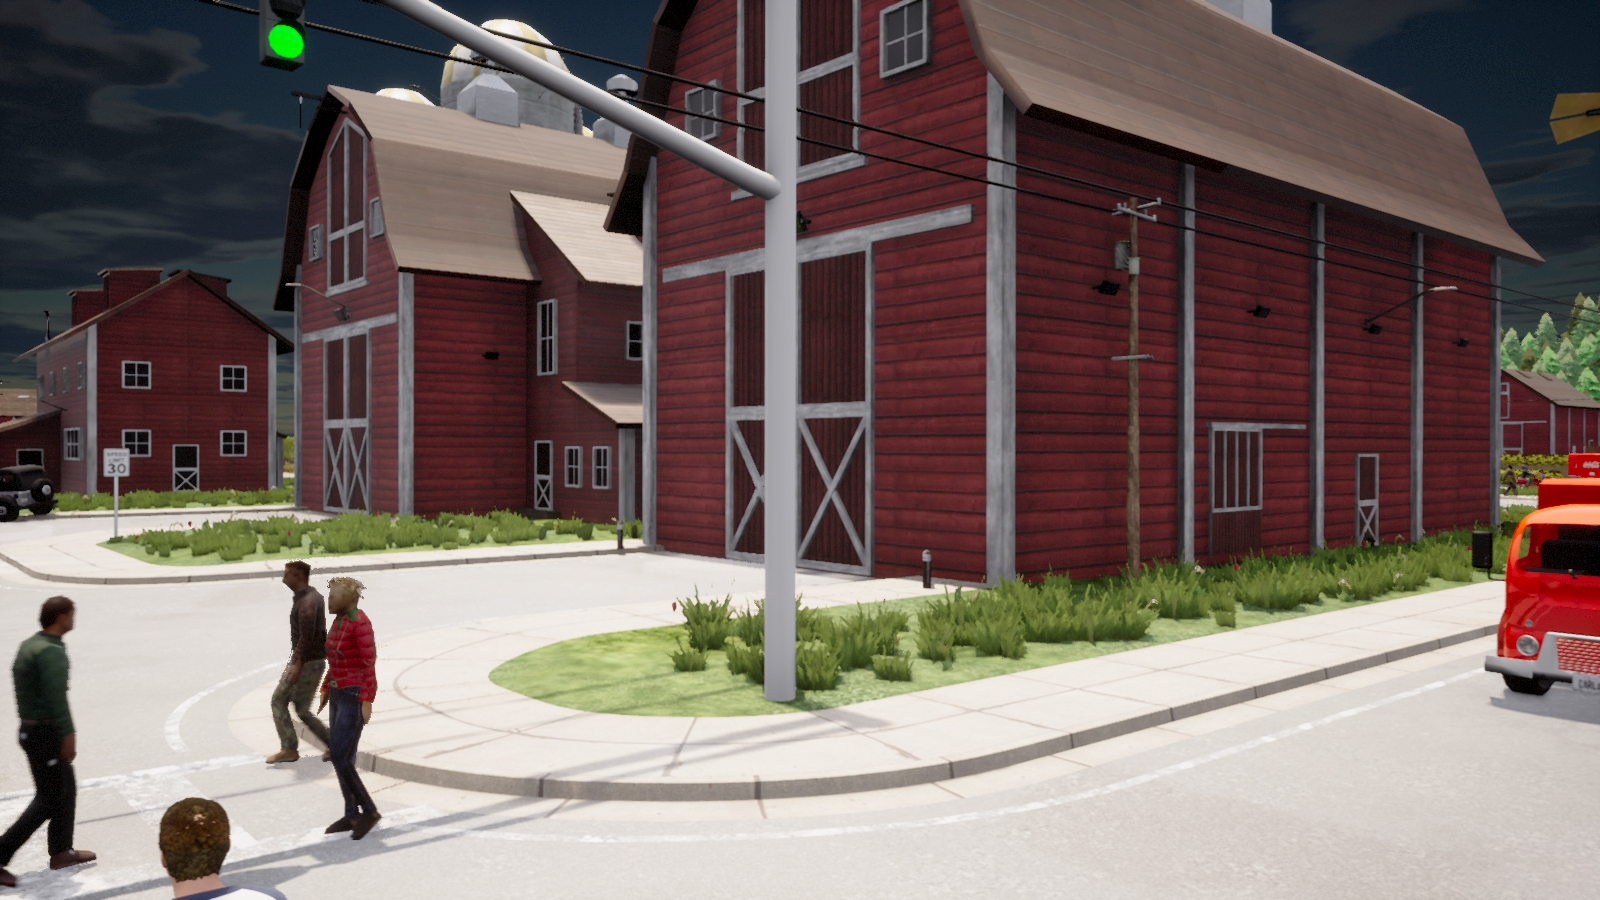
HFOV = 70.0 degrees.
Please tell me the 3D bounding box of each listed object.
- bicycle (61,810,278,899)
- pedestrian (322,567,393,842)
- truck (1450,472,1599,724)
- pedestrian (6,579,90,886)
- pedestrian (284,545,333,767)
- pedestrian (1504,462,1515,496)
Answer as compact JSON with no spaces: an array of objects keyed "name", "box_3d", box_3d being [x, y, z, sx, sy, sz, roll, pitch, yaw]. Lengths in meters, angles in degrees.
[{"name":"bicycle","box_3d":[-1.794,2.027,3.317,0.373,1.496,1.643,0,0,-41]},{"name":"pedestrian","box_3d":[-3.174,1.795,8.198,0.375,1.860,0.375,0,0,-40]},{"name":"truck","box_3d":[10.063,1.548,13.366,5.204,2.467,2.627,0,0,-40]},{"name":"pedestrian","box_3d":[-4.870,1.796,7.402,0.375,1.860,0.375,0,0,43]},{"name":"pedestrian","box_3d":[-4.315,1.786,10.028,0.375,1.860,0.375,0,0,-26]},{"name":"pedestrian","box_3d":[39.115,1.603,62.980,0.375,1.860,0.375,0,0,-20]}]
